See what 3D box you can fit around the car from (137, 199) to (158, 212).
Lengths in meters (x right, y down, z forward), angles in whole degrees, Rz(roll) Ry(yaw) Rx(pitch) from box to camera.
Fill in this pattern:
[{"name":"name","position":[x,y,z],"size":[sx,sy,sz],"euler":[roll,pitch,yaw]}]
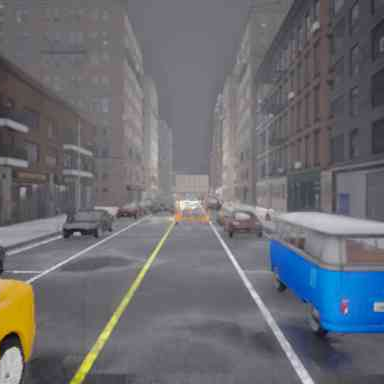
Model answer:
[{"name":"car","position":[-5.372,1.602,40.532],"size":[1.887,1.381,4.507],"euler":[0,0,0]}]

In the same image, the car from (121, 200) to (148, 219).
[{"name":"car","position":[-5.377,1.587,29.167],"size":[1.887,1.381,4.507],"euler":[0,0,0]}]

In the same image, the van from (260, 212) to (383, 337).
[{"name":"van","position":[2.640,1.351,6.436],"size":[1.690,1.788,3.998],"euler":[0,0,0]}]

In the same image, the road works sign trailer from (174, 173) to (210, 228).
[{"name":"road works sign trailer","position":[0.009,0.498,22.671],"size":[2.380,3.560,2.880],"euler":[0,0,0]}]

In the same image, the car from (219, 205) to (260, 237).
[{"name":"car","position":[2.644,1.608,17.800],"size":[1.802,1.307,4.206],"euler":[0,0,0]}]

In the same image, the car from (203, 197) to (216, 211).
[{"name":"car","position":[2.653,1.603,40.529],"size":[1.887,1.381,4.507],"euler":[0,0,0]}]

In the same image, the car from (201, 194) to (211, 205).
[{"name":"car","position":[2.655,1.506,46.212],"size":[1.967,1.590,4.097],"euler":[0,0,0]}]

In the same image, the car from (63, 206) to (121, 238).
[{"name":"car","position":[-5.381,1.592,17.802],"size":[1.947,1.339,4.313],"euler":[0,0,0]}]

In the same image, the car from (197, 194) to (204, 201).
[{"name":"car","position":[2.661,1.403,63.258],"size":[2.192,1.841,5.009],"euler":[0,0,0]}]

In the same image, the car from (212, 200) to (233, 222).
[{"name":"car","position":[2.646,1.560,23.652],"size":[1.752,1.417,4.829],"euler":[0,0,0]}]

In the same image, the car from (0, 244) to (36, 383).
[{"name":"car","position":[-2.842,1.481,2.027],"size":[1.882,1.535,5.008],"euler":[0,0,0]}]

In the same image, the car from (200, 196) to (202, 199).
[{"name":"car","position":[2.657,1.618,51.894],"size":[1.887,1.381,4.507],"euler":[0,0,0]}]

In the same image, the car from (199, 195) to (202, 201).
[{"name":"car","position":[2.659,1.631,57.576],"size":[2.008,1.369,4.403],"euler":[0,0,0]}]

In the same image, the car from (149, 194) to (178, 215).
[{"name":"car","position":[-2.835,1.272,34.781],"size":[2.150,2.045,5.566],"euler":[0,0,0]}]

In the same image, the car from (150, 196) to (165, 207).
[{"name":"car","position":[-5.368,1.513,51.896],"size":[1.967,1.590,4.097],"euler":[0,0,0]}]

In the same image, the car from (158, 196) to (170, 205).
[{"name":"car","position":[-5.364,1.527,63.261],"size":[1.967,1.590,4.097],"euler":[0,0,0]}]

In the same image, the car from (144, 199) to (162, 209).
[{"name":"car","position":[-5.370,1.631,46.214],"size":[1.947,1.339,4.313],"euler":[0,0,0]}]
